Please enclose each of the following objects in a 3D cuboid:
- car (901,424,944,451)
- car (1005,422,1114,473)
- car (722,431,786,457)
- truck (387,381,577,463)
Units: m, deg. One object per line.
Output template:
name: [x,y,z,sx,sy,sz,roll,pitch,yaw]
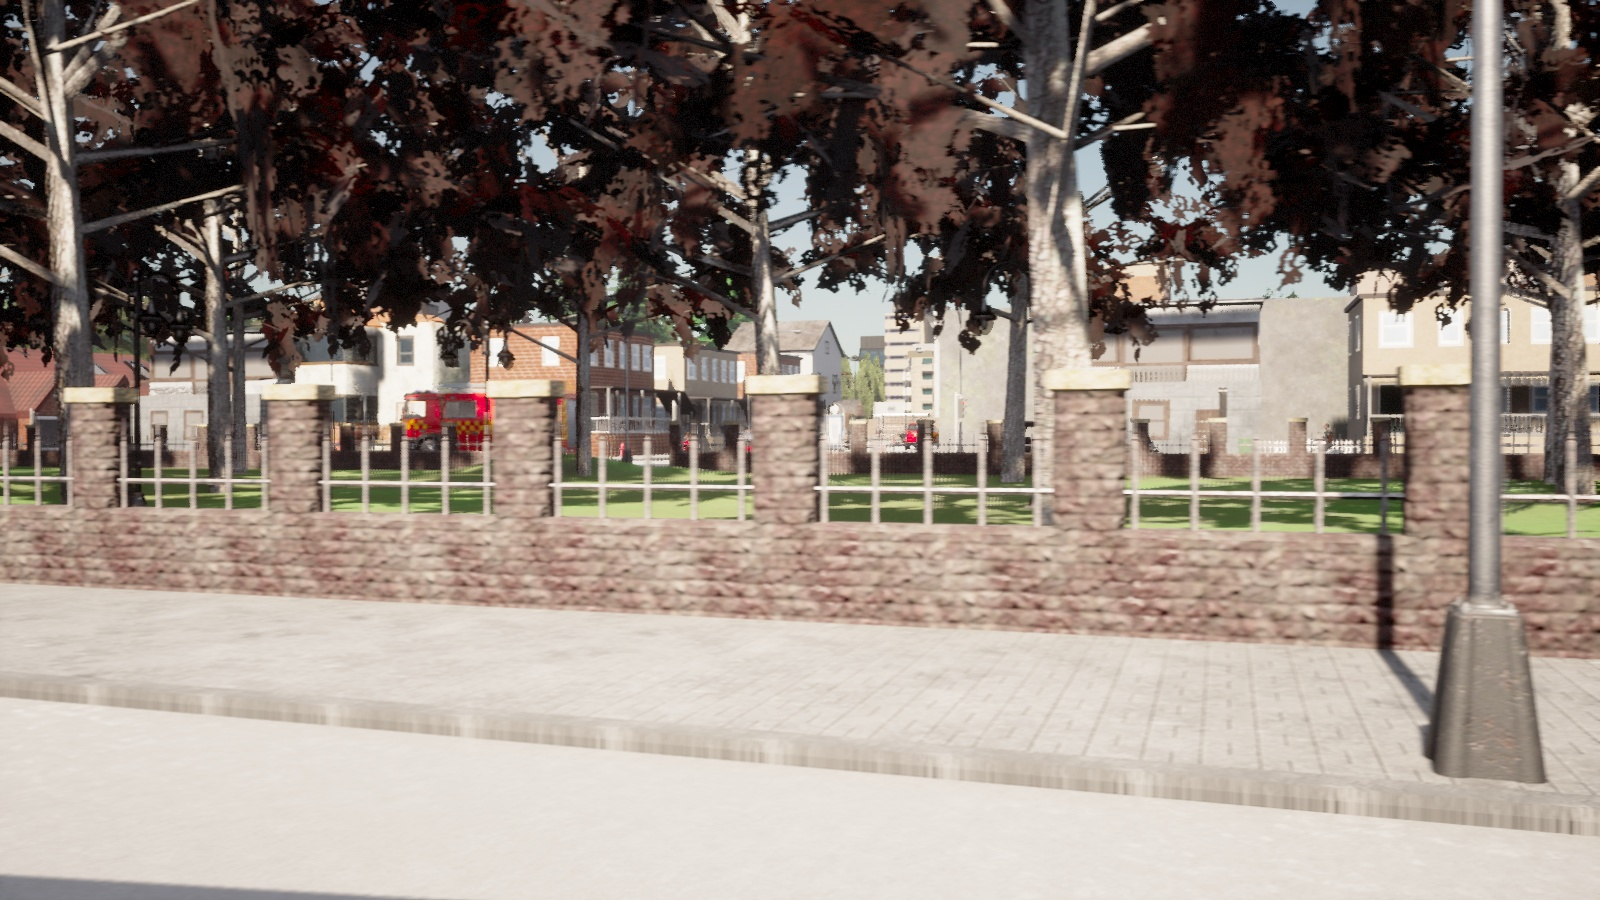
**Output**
car: [9.616,-0.991,97.921,2.150,2.045,5.566,1,1,19]
car: [9.965,-0.112,48.138,3.866,1.878,1.905,1,1,19]
car: [-2.666,-0.377,74.164,2.163,1.488,4.792,1,1,19]
truck: [-15.307,-1.375,60.732,8.468,3.827,2.891,0,1,10]
